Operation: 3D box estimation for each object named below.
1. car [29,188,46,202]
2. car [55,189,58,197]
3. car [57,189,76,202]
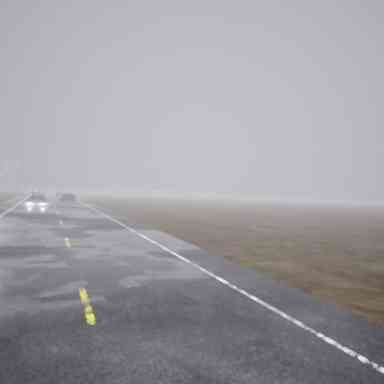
[{"bbox_3d":[-19.489,0.534,42.183,1.895,1.301,4.718,3,0,-23],"label":"car"},{"bbox_3d":[-24.978,0.170,63.288,2.128,1.511,4.902,3,0,-24],"label":"car"},{"bbox_3d":[-17.319,0.551,46.347,1.882,1.535,5.008,3,0,-24],"label":"car"}]
